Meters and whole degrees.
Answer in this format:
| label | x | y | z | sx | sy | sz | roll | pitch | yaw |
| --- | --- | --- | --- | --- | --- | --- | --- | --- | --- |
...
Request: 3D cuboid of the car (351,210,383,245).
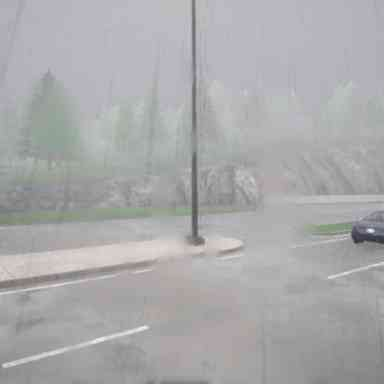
| label | x | y | z | sx | sy | sz | roll | pitch | yaw |
| --- | --- | --- | --- | --- | --- | --- | --- | --- | --- |
| car | 8.630 | 1.464 | 14.057 | 4.181 | 1.385 | 1.994 | 0 | 0 | -34 |
